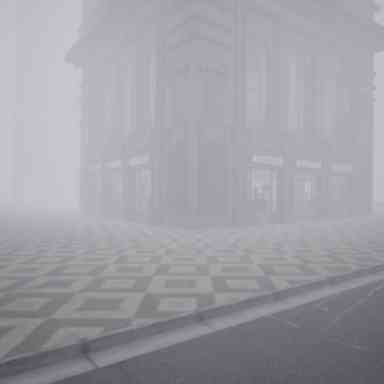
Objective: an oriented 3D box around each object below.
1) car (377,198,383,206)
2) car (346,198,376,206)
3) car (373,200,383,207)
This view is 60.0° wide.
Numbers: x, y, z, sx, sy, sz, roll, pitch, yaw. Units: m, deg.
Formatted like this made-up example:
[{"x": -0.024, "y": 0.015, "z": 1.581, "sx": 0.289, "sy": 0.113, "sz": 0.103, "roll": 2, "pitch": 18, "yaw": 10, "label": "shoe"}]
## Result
[{"x": 33.977, "y": 1.747, "z": 56.107, "sx": 1.887, "sy": 1.381, "sz": 4.507, "roll": 1, "pitch": -1, "yaw": -36, "label": "car"}, {"x": 30.751, "y": 1.768, "z": 60.592, "sx": 1.887, "sy": 1.381, "sz": 4.507, "roll": 1, "pitch": -1, "yaw": -36, "label": "car"}, {"x": 27.021, "y": 1.593, "z": 51.129, "sx": 1.887, "sy": 1.381, "sz": 4.507, "roll": 1, "pitch": -1, "yaw": -36, "label": "car"}]
